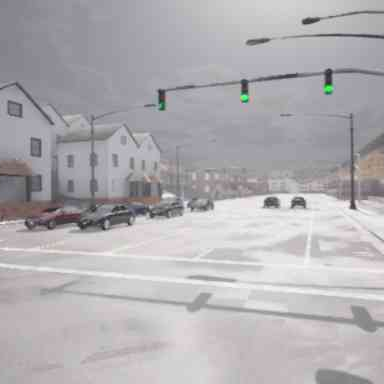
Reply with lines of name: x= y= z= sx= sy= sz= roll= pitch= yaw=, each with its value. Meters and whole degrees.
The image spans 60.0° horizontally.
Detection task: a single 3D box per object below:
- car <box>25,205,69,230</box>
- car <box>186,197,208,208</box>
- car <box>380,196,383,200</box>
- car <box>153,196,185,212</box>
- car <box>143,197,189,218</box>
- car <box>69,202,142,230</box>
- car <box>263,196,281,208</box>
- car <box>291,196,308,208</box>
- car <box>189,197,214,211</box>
car: x=-8.922 y=1.622 z=22.337 sx=1.812 sy=1.442 sz=4.674 roll=-1 pitch=0 yaw=20
car: x=0.797 y=1.503 z=48.515 sx=1.812 sy=1.442 sz=4.674 roll=-1 pitch=0 yaw=21
car: x=38.734 y=0.989 z=64.659 sx=4.974 sy=1.542 sz=2.038 roll=-1 pitch=0 yaw=-26
car: x=-2.635 y=1.371 z=39.322 sx=2.097 sy=1.767 sz=4.553 roll=-1 pitch=0 yaw=20
car: x=-2.223 y=1.522 z=30.351 sx=1.837 sy=1.490 sz=4.892 roll=-1 pitch=0 yaw=20
car: x=-5.434 y=1.561 z=21.672 sx=1.837 sy=1.490 sz=4.892 roll=-1 pitch=0 yaw=20
car: x=11.029 y=1.338 z=45.663 sx=1.882 sy=1.535 sz=5.008 roll=-1 pitch=0 yaw=21
car: x=14.024 y=1.333 z=43.694 sx=1.837 sy=1.490 sz=4.892 roll=-1 pitch=1 yaw=21
car: x=1.346 y=1.499 z=40.001 sx=1.812 sy=1.442 sz=4.674 roll=-1 pitch=0 yaw=21
